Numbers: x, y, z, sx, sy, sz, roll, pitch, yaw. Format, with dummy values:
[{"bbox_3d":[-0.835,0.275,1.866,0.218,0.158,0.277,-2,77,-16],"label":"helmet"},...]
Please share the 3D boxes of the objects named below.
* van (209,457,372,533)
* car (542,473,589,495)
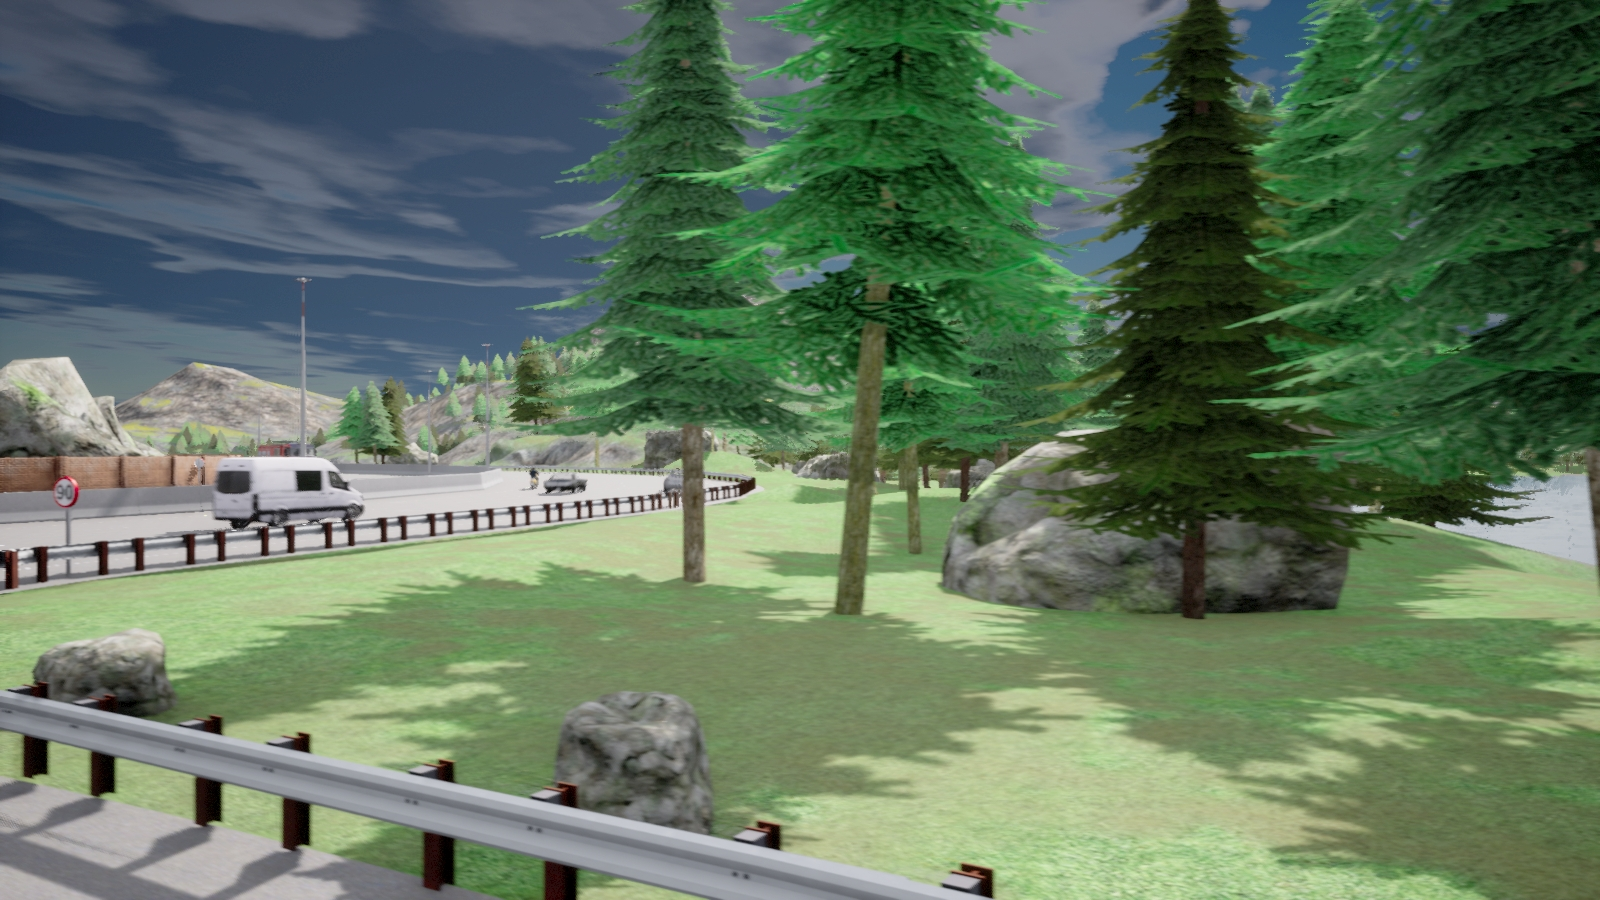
[{"bbox_3d":[-18.684,1.549,42.270,1.988,2.561,5.915,0,0,19],"label":"van"},{"bbox_3d":[-15.230,2.173,74.489,1.895,1.301,4.718,0,0,2],"label":"car"}]
